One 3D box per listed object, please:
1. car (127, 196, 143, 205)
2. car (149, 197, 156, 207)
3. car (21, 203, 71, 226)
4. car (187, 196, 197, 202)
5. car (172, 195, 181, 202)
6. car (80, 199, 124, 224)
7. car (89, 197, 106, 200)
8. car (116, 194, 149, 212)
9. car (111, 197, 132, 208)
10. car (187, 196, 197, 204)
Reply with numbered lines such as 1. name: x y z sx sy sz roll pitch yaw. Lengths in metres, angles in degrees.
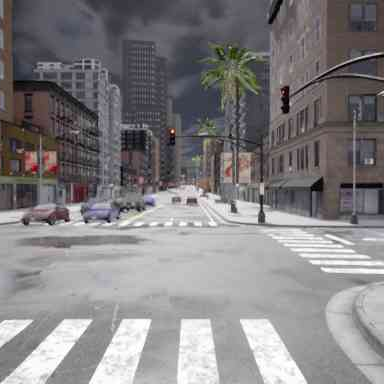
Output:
1. car: -9.910 1.428 58.384 1.882 1.535 5.008 0 0 0
2. car: -6.673 1.442 50.520 1.882 1.535 5.008 0 0 0
3. car: -9.890 1.484 22.968 1.812 1.442 4.674 0 -1 0
4. car: -0.046 1.480 71.377 1.994 1.385 4.181 0 0 0
5. car: -3.286 1.418 70.907 2.128 1.511 4.902 0 0 0
6. car: -6.643 1.508 24.927 1.812 1.442 4.674 0 0 0
7. car: -9.904 1.333 34.396 2.097 1.767 4.553 0 0 0
8. car: -6.661 1.200 37.778 2.150 2.045 5.566 0 0 0
9. car: -9.924 1.447 47.192 1.882 1.535 5.008 0 0 0
10. car: 0.000 1.422 61.023 1.882 1.535 5.008 0 0 0
